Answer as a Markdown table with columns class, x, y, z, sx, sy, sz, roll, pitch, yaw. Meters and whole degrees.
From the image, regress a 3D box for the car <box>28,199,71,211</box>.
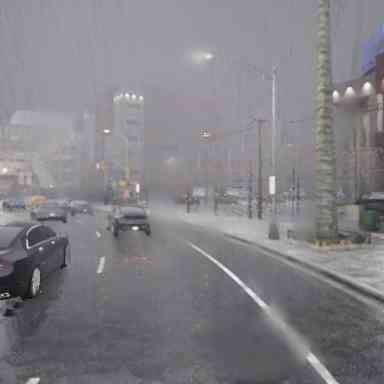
| class | x | y | z | sx | sy | sz | roll | pitch | yaw |
| --- | --- | --- | --- | --- | --- | --- | --- | --- | --- |
| car | -10.255 | 1.440 | 23.652 | 1.994 | 1.385 | 4.181 | 0 | 0 | -31 |

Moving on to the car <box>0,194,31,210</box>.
| class | x | y | z | sx | sy | sz | roll | pitch | yaw |
| --- | --- | --- | --- | --- | --- | --- | --- | --- | --- |
| car | -20.811 | 1.336 | 38.945 | 2.033 | 1.411 | 5.357 | 0 | 0 | -36 |

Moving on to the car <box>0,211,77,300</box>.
| class | x | y | z | sx | sy | sz | roll | pitch | yaw |
| --- | --- | --- | --- | --- | --- | --- | --- | --- | --- |
| car | -4.314 | 1.461 | 8.092 | 1.837 | 1.490 | 4.892 | 0 | 0 | -8 |

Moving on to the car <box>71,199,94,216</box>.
| class | x | y | z | sx | sy | sz | roll | pitch | yaw |
| --- | --- | --- | --- | --- | --- | --- | --- | --- | --- |
| car | -10.279 | 1.374 | 29.890 | 1.812 | 1.442 | 4.674 | 0 | 0 | -34 |

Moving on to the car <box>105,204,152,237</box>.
| class | x | y | z | sx | sy | sz | roll | pitch | yaw |
| --- | --- | --- | --- | --- | --- | --- | --- | --- | --- |
| car | -3.451 | 1.420 | 17.761 | 1.837 | 1.490 | 4.892 | 0 | 1 | -20 |

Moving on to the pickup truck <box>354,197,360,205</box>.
| class | x | y | z | sx | sy | sz | roll | pitch | yaw |
| --- | --- | --- | --- | --- | --- | --- | --- | --- | --- |
| pickup truck | 15.045 | 1.002 | 26.088 | 6.274 | 2.098 | 2.390 | 0 | 0 | -36 |

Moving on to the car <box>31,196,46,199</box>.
| class | x | y | z | sx | sy | sz | roll | pitch | yaw |
| --- | --- | --- | --- | --- | --- | --- | --- | --- | --- |
| car | -20.839 | 1.240 | 44.953 | 1.882 | 1.535 | 5.008 | 0 | 0 | -36 |

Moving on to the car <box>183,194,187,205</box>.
| class | x | y | z | sx | sy | sz | roll | pitch | yaw |
| --- | --- | --- | --- | --- | --- | --- | --- | --- | --- |
| car | -0.829 | 1.037 | 48.702 | 2.185 | 1.767 | 4.553 | 0 | 0 | -36 |
